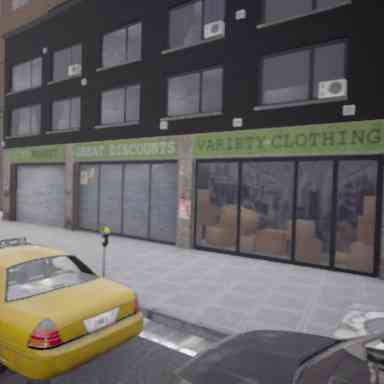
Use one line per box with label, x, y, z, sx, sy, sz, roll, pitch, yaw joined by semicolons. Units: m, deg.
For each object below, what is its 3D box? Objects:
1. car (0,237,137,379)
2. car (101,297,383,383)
car;-2.922;1.382;5.179;4.829;1.417;1.752;2;2;36
car;1.760;1.562;1.835;4.403;1.369;2.008;2;2;36
